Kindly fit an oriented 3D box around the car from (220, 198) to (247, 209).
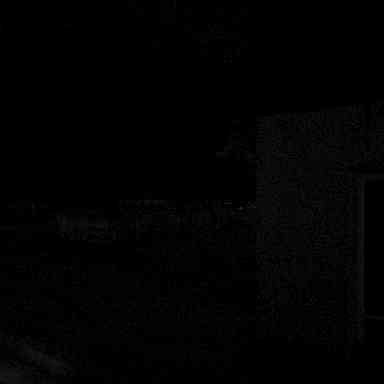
[{"bbox_3d":[5.674,1.525,44.752,2.033,1.411,5.357,0,0,32],"label":"car"}]
